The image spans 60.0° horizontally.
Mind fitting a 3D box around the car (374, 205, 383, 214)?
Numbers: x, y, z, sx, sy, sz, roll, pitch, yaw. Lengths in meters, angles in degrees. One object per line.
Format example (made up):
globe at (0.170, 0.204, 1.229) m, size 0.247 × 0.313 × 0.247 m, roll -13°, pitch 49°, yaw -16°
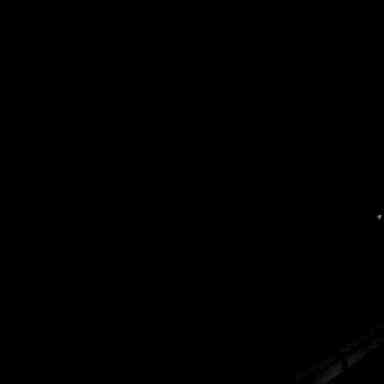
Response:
car at (28.046, 2.544, 48.446) m, size 1.895 × 1.301 × 4.718 m, roll -4°, pitch -3°, yaw 17°
